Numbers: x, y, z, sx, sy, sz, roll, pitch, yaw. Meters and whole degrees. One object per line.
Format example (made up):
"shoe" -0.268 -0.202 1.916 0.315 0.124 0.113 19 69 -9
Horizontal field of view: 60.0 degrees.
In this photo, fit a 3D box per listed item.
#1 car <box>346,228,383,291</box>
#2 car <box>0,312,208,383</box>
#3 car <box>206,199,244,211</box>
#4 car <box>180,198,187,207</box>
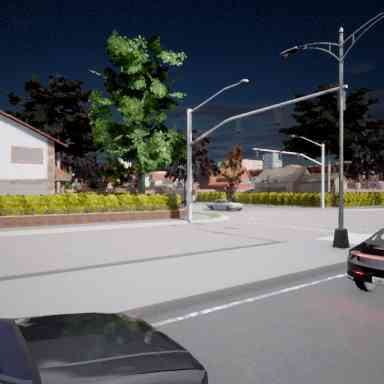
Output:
"car" 5.549 1.474 7.694 4.902 1.511 2.128 0 0 -35
"car" -2.390 1.543 2.040 5.357 1.411 2.033 0 0 -36
"car" 3.790 1.505 38.464 1.895 1.301 4.718 0 0 -36
"car" -2.213 1.483 46.793 1.895 1.301 4.718 0 0 -36
